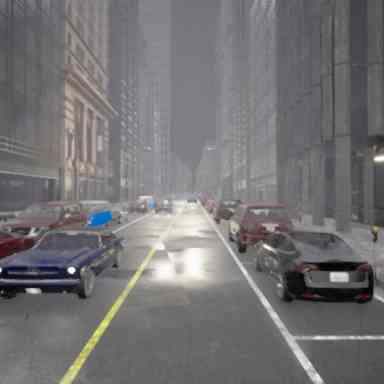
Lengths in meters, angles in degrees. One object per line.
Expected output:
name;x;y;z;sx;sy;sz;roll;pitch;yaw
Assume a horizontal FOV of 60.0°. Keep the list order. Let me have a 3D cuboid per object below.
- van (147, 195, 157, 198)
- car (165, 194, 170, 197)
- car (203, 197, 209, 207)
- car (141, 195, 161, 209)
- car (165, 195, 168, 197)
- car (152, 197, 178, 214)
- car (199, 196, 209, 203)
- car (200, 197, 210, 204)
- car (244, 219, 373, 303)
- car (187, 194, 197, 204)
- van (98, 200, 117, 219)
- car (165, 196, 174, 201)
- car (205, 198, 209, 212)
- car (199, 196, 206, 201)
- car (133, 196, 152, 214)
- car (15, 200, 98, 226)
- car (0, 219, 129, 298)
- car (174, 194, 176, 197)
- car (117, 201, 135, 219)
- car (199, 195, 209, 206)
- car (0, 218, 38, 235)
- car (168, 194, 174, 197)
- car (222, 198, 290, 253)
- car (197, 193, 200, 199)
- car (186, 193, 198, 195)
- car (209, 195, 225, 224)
van;-5.843;1.429;41.883;1.690;1.788;3.998;1;0;0
car;-5.843;1.638;64.211;1.752;1.417;4.829;1;0;0
car;2.680;1.631;41.878;1.887;1.381;4.507;1;0;0
car;-5.843;1.410;47.508;2.192;1.841;5.009;1;0;0
car;-5.844;1.652;58.756;1.887;1.381;4.507;1;0;0
car;-2.996;1.641;37.134;2.033;1.411;5.357;0;0;0
car;2.684;1.672;75.625;2.008;1.369;4.403;1;0;0
car;2.683;1.698;70.000;1.802;1.307;4.206;1;0;0
car;2.676;1.589;8.130;1.947;1.339;4.313;0;0;0
car;0.008;1.668;68.132;1.994;1.385;4.181;0;0;0
van;-5.846;1.393;19.384;1.690;1.788;3.998;1;0;0
car;-5.841;1.683;86.880;2.008;1.369;4.403;1;0;0
car;2.679;1.660;36.254;1.802;1.307;4.206;1;0;0
car;2.684;1.713;86.875;1.802;1.307;4.206;1;0;0
car;-5.845;1.520;36.258;1.967;1.590;4.097;1;0;0
car;-5.847;1.354;13.759;2.192;1.841;5.009;1;0;0
car;-3.089;1.627;8.693;1.895;1.301;4.718;0;0;0
car;-5.839;1.442;81.255;2.192;1.841;5.009;1;0;0
car;-5.848;1.614;25.008;2.008;1.369;4.403;1;0;0
car;2.684;1.415;53.127;2.192;1.841;5.009;1;0;0
car;-5.850;1.570;8.133;1.887;1.381;4.507;0;0;0
car;-5.842;1.667;75.630;1.887;1.381;4.507;1;0;0
car;2.679;1.353;13.756;2.192;1.841;5.009;1;0;0
car;2.685;1.426;64.376;2.192;1.841;5.009;1;0;0
car;0.008;1.509;78.170;1.994;1.385;4.181;0;0;0
car;2.680;1.376;25.005;2.192;1.841;5.009;1;0;0
